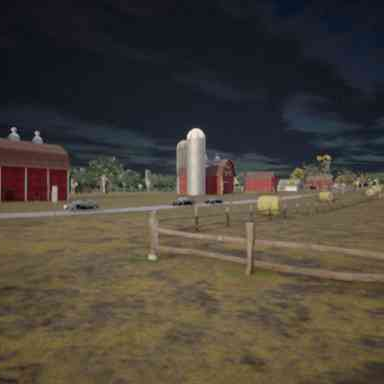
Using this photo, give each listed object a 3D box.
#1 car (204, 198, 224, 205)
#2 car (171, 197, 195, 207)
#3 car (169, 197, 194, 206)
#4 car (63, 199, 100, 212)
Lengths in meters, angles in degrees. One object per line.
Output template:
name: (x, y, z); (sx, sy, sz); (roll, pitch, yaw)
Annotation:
car: (4.277, 1.730, 63.931); (1.895, 1.301, 4.718); (0, 0, 35)
car: (-1.397, 1.767, 55.776); (1.895, 1.301, 4.718); (0, 0, 36)
car: (-1.782, 1.626, 60.118); (1.882, 1.535, 5.008); (0, 0, 35)
car: (-14.148, 1.693, 42.710); (2.128, 1.511, 4.902); (0, 0, 35)
